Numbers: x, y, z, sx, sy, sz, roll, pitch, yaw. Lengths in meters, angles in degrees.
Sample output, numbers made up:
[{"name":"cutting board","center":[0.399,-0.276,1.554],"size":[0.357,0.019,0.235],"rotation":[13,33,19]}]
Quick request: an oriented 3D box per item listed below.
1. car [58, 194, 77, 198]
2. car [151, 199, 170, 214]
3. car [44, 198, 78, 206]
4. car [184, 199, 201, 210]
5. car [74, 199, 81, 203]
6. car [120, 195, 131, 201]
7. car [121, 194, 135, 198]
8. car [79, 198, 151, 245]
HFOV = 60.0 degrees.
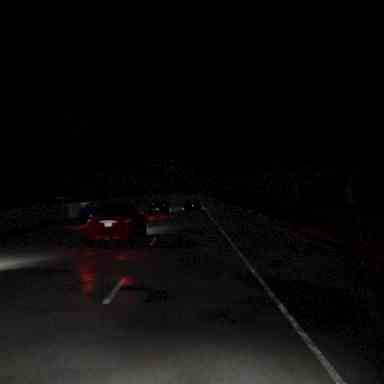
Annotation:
[{"name":"car","center":[-17.605,1.462,47.890],"size":[1.882,1.535,5.008],"rotation":[0,0,0]},{"name":"car","center":[-3.424,1.479,35.543],"size":[2.128,1.511,4.902],"rotation":[0,0,0]},{"name":"car","center":[-14.119,1.590,35.552],"size":[1.895,1.301,4.718],"rotation":[0,0,0]},{"name":"car","center":[0.071,1.549,41.461],"size":[1.994,1.385,4.181],"rotation":[0,0,0]},{"name":"car","center":[-6.916,1.469,25.135],"size":[1.882,1.535,5.008],"rotation":[0,0,0]},{"name":"car","center":[-17.557,1.508,88.123],"size":[2.033,1.411,5.357],"rotation":[0,0,0]},{"name":"car","center":[-14.051,1.326,75.994],"size":[2.097,1.767,4.553],"rotation":[0,0,0]},{"name":"car","center":[-3.412,1.347,15.671],"size":[2.097,1.767,4.553],"rotation":[0,0,0]}]
